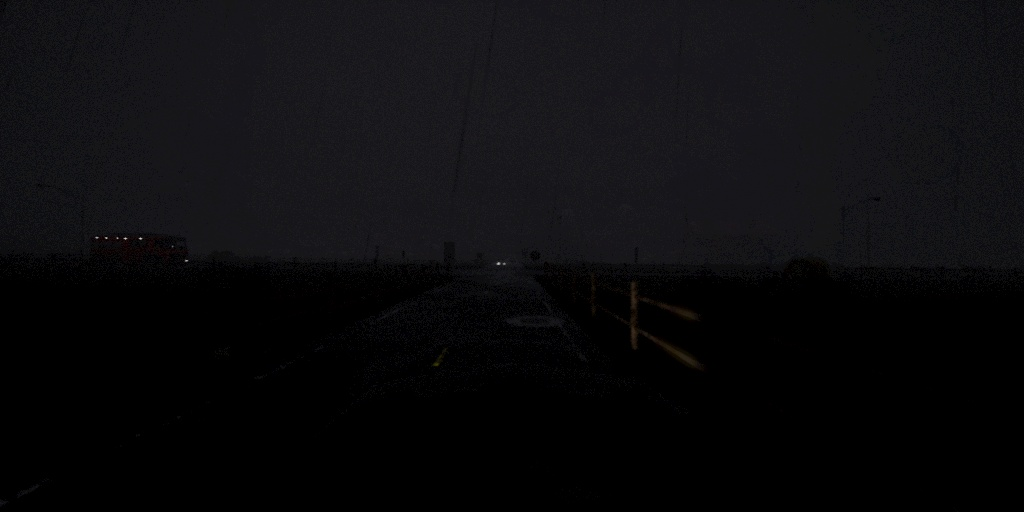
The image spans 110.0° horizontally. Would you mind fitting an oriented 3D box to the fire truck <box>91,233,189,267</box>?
[{"bbox_3d":[-42.041,-0.683,40.694,8.468,3.827,2.891,1,0,0],"label":"fire truck"}]
